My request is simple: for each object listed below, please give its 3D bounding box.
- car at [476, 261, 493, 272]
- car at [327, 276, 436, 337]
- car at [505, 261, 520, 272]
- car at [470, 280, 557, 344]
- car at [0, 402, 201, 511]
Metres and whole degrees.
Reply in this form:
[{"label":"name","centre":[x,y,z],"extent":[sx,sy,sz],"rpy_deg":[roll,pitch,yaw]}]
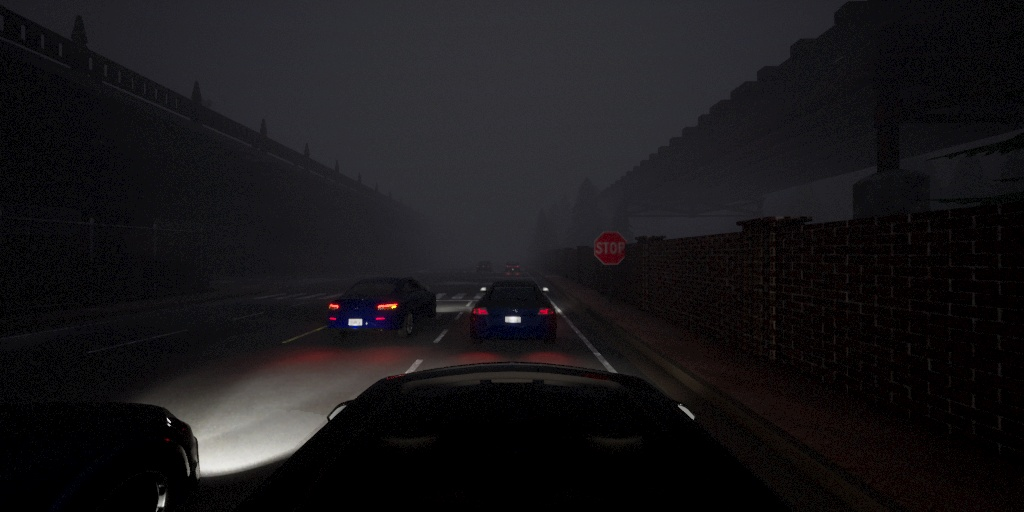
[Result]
[{"label":"car","centre":[-3.402,1.297,44.813],"extent":[2.033,1.411,5.357],"rpy_deg":[0,0,-1]},{"label":"car","centre":[-3.419,1.276,10.113],"extent":[1.812,1.442,4.674],"rpy_deg":[0,0,0]},{"label":"car","centre":[0.070,1.351,46.259],"extent":[1.895,1.301,4.718],"rpy_deg":[0,0,-1]},{"label":"car","centre":[0.063,1.314,9.593],"extent":[1.994,1.385,4.181],"rpy_deg":[0,0,1]},{"label":"car","centre":[-3.399,1.314,1.018],"extent":[1.994,1.385,4.181],"rpy_deg":[0,0,0]}]
